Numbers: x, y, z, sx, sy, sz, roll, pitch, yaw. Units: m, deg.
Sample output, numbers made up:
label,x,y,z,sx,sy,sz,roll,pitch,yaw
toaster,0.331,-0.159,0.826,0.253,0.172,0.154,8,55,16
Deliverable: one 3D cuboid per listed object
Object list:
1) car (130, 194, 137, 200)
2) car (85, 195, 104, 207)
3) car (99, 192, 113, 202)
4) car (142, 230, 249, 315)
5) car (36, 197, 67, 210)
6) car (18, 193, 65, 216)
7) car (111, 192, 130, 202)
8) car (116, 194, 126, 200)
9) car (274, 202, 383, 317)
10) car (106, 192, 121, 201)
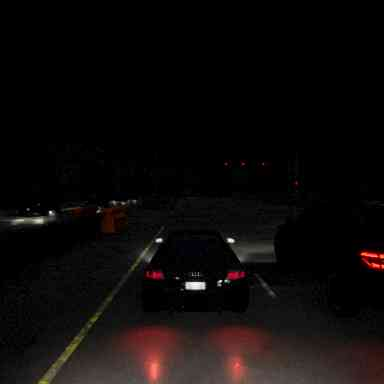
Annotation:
label,x,y,z,sx,sy,sz,roll,pitch,yaw
car,-14.442,1.237,80.892,1.812,1.442,4.674,0,0,0
car,-14.331,1.453,49.428,1.895,1.301,4.718,0,0,0
car,-17.843,1.128,66.322,2.097,1.767,4.553,0,0,0
car,0.067,1.563,7.668,1.994,1.385,4.181,0,0,0
car,-17.792,1.390,42.415,1.837,1.490,4.892,0,0,0
car,-14.228,1.155,31.611,2.150,2.045,5.566,0,0,0
car,-14.341,1.274,66.979,1.837,1.490,4.892,0,1,0
car,-18.162,1.216,85.539,1.812,1.442,4.674,0,0,-3
car,3.589,1.221,7.598,2.150,2.045,5.566,0,0,-2
car,-17.891,0.961,75.797,2.150,2.045,5.566,0,0,0
